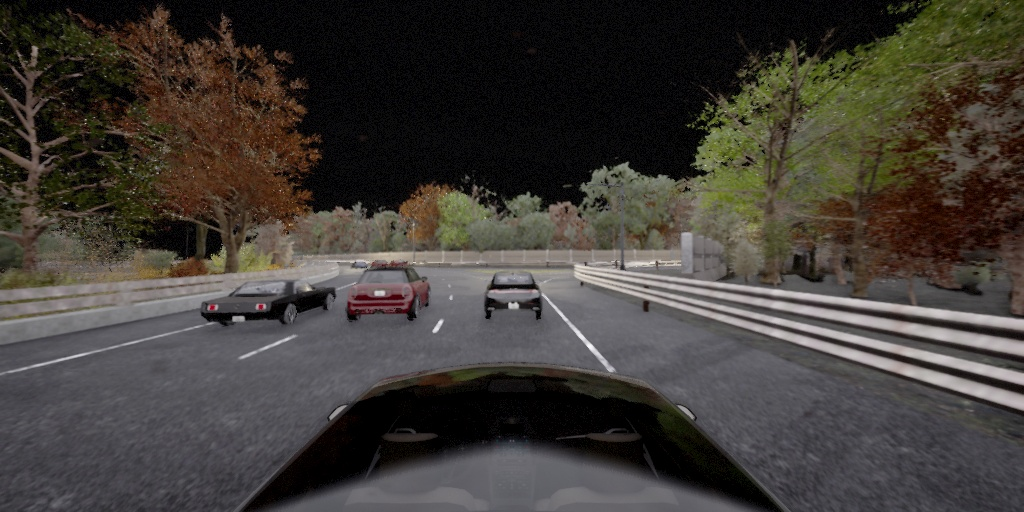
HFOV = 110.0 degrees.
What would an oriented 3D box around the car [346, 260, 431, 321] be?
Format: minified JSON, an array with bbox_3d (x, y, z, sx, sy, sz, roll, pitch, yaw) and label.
[{"bbox_3d":[-4.211,1.151,12.918,2.097,1.767,4.553,0,0,-6],"label":"car"}]

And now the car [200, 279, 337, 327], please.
[{"bbox_3d":[-7.563,1.412,11.849,1.895,1.301,4.718,0,0,-6],"label":"car"}]

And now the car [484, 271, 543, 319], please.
[{"bbox_3d":[0.039,1.271,12.948,2.128,1.511,4.902,0,0,0],"label":"car"}]
